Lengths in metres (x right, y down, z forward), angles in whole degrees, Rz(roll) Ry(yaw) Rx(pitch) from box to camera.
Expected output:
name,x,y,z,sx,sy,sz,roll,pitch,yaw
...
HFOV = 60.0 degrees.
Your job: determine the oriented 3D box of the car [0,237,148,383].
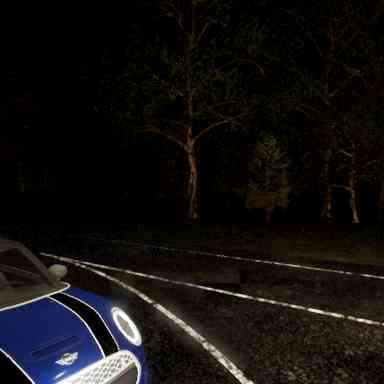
name,x,y,z,sx,sy,sz,roll,pitch,yaw
car,-2.653,1.337,3.766,4.553,1.767,2.097,1,0,35
